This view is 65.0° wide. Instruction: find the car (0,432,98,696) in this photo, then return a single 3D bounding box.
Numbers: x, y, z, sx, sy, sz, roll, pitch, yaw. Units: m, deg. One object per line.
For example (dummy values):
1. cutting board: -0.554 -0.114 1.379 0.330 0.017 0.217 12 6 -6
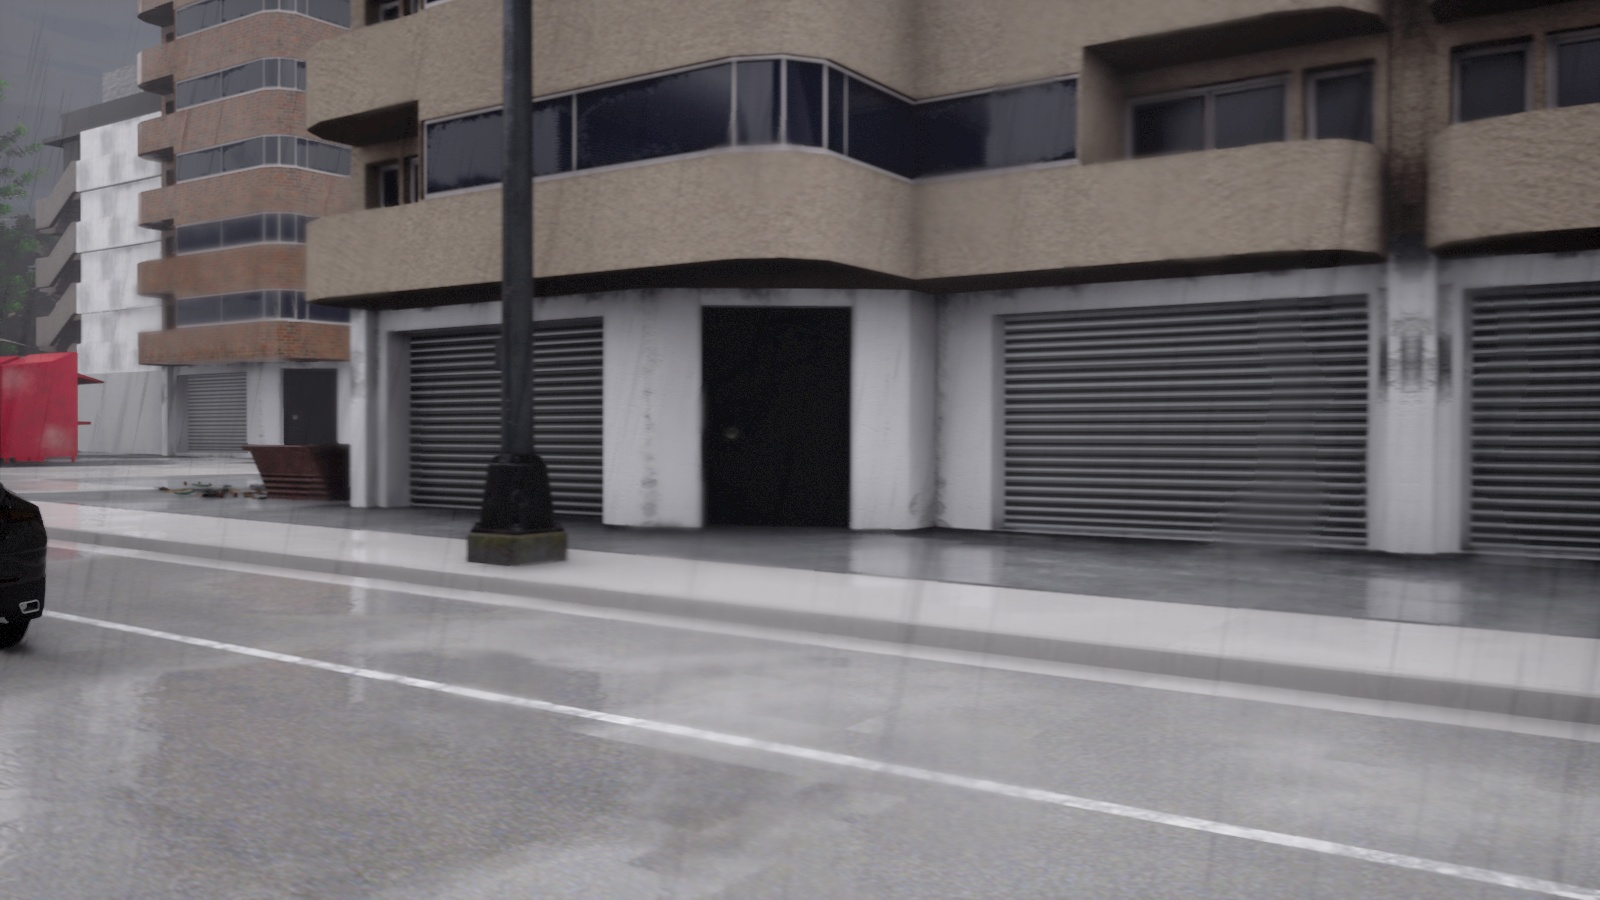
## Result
1. car: -6.769 0.636 8.121 4.892 1.490 1.837 0 1 34
